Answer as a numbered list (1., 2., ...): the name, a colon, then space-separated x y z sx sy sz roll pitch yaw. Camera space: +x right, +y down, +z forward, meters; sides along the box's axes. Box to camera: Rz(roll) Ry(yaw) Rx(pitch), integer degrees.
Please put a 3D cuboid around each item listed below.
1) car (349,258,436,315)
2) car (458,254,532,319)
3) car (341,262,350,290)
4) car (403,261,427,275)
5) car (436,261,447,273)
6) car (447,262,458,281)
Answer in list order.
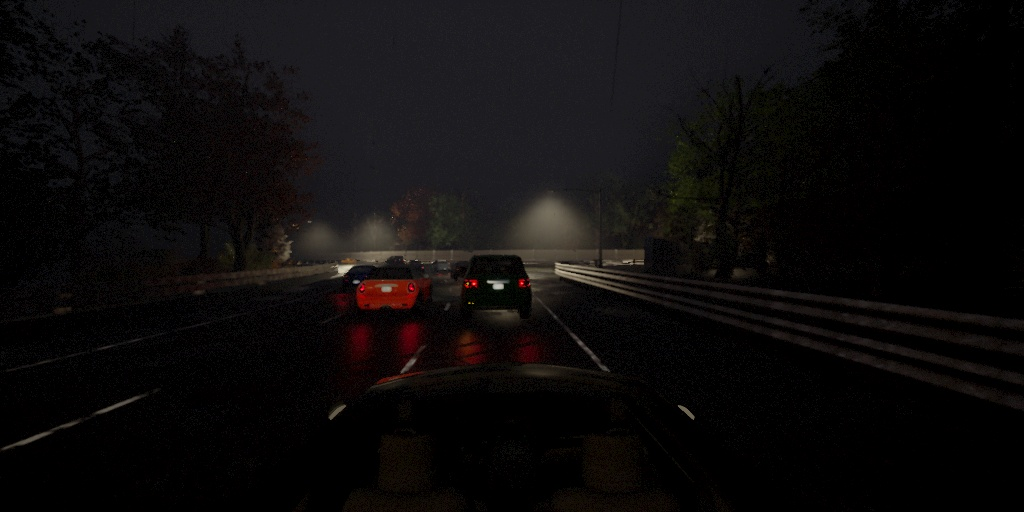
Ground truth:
1. car: -4.340 1.109 13.876 2.097 1.767 4.553 0 0 -6
2. car: -0.681 0.968 12.979 2.150 2.045 5.566 0 0 -6
3. car: -9.329 1.294 22.642 1.812 1.442 4.674 0 0 -11
4. car: -11.192 1.313 41.168 2.033 1.411 5.357 0 0 -21
5. car: -8.813 1.283 44.382 1.812 1.442 4.674 0 0 -23
6. car: -4.189 1.227 30.761 1.882 1.535 5.008 0 0 -15
